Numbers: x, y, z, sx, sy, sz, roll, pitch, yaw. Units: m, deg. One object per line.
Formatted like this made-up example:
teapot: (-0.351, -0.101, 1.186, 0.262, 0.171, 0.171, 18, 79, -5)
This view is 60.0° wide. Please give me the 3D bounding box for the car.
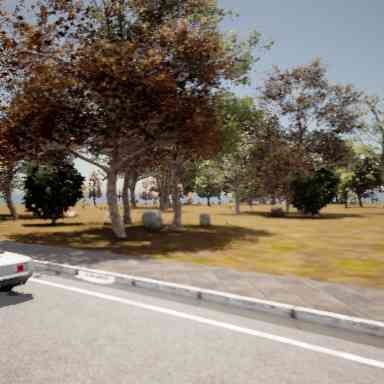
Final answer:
car: (-5.855, 1.640, 7.623, 4.718, 1.301, 1.895, 0, 0, 32)
